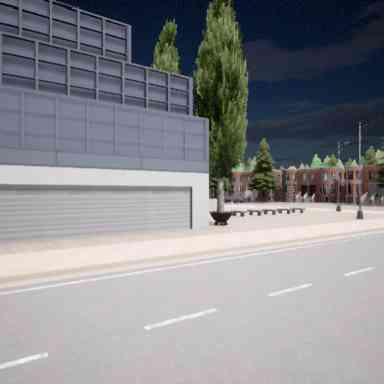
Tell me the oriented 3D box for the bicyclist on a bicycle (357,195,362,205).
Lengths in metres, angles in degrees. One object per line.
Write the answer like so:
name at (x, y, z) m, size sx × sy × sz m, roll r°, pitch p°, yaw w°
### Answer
bicyclist on a bicycle at (27.440, 1.301, 54.543) m, size 1.656 × 1.620 × 0.582 m, roll 0°, pitch 0°, yaw -37°

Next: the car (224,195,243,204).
car at (6.601, 1.515, 63.091) m, size 4.892 × 1.490 × 1.837 m, roll 0°, pitch 0°, yaw 29°

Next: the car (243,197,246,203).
car at (8.320, 1.365, 66.140) m, size 4.553 × 1.767 × 2.097 m, roll 0°, pitch 0°, yaw 29°
